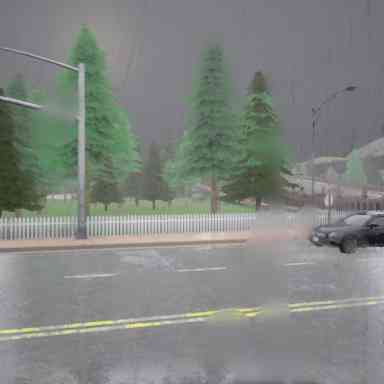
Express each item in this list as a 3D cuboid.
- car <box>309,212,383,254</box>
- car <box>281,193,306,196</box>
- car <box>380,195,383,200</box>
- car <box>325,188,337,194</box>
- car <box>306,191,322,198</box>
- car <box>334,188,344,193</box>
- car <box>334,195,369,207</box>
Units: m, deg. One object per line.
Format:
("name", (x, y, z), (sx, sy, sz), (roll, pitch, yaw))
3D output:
("car", (6.966, 1.525, 13.176), (4.674, 1.442, 1.812), (0, 0, -14))
("car", (16.720, 0.583, 56.454), (1.812, 1.442, 4.674), (0, 5, -15))
("car", (23.243, 1.302, 45.972), (2.128, 1.511, 4.902), (0, 2, -16))
("car", (23.340, 0.534, 58.833), (1.812, 1.442, 4.674), (0, 5, -15))
("car", (19.965, 0.489, 57.864), (1.882, 1.535, 5.008), (0, 6, -15))
("car", (28.428, -0.156, 66.997), (2.128, 1.511, 4.902), (0, 7, -15))
("car", (20.283, 1.358, 43.550), (2.128, 1.511, 4.902), (0, 2, -16))
